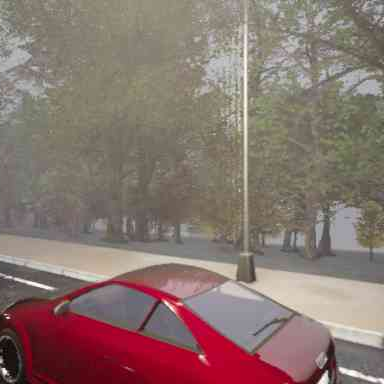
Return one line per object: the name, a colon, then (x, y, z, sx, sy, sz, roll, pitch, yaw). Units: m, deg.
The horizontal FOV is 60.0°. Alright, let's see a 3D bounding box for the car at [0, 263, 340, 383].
car: (-0.546, 1.589, 3.950, 4.181, 1.385, 1.994, -1, 0, 35)
